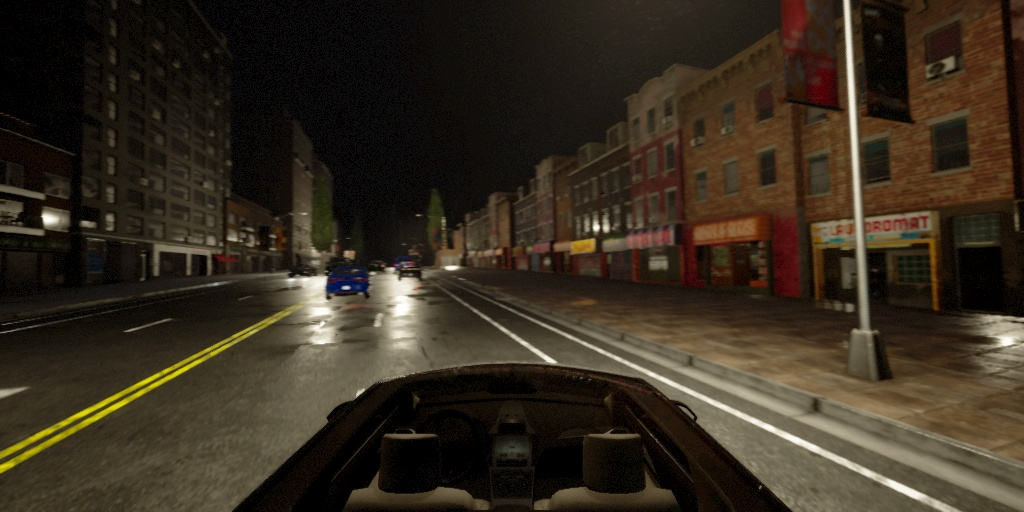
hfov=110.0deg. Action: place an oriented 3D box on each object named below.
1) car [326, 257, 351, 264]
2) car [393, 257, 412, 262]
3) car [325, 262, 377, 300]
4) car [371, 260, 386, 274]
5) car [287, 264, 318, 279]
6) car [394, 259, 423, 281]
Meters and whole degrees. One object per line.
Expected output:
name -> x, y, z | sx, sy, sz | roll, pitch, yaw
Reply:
car -> -18.357, 1.150, 38.239 | 2.150, 2.045, 5.566 | -1, -1, -18
car -> -12.786, 1.106, 42.429 | 2.150, 2.045, 5.566 | -1, 0, -18
car -> -8.064, 1.246, 18.091 | 1.882, 1.535, 5.008 | -1, 0, -18
car -> -17.116, 1.325, 45.414 | 2.097, 1.767, 4.553 | -1, -1, -18
car -> -21.270, 1.503, 36.697 | 2.033, 1.411, 5.357 | -1, 0, -18
car -> -8.523, 1.254, 29.794 | 2.128, 1.511, 4.902 | -1, 0, -18
